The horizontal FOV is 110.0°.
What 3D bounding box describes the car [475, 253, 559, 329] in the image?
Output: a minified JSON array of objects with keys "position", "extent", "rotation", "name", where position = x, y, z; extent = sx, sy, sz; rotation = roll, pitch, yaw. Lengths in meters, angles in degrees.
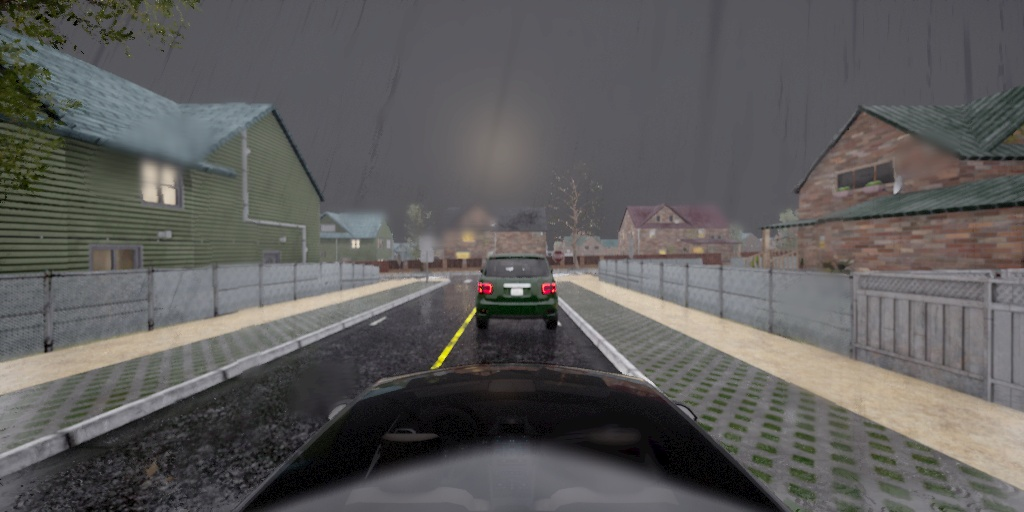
[{"position":[0.145,0.936,11.233],"extent":[2.150,2.045,5.566],"rotation":[0,0,1],"name":"car"}]
